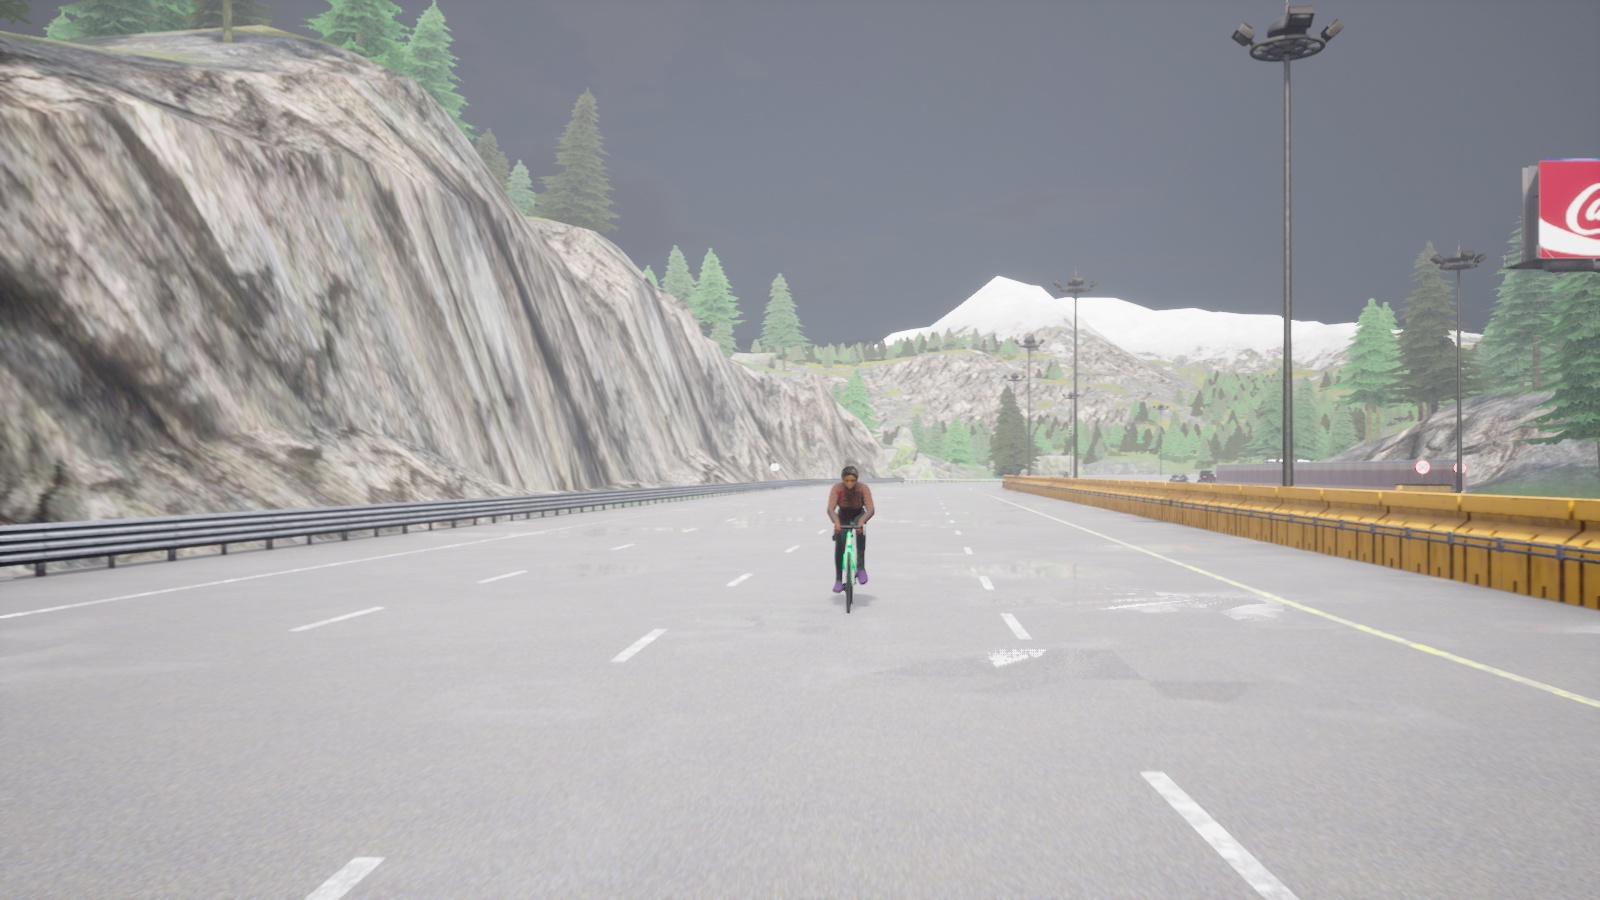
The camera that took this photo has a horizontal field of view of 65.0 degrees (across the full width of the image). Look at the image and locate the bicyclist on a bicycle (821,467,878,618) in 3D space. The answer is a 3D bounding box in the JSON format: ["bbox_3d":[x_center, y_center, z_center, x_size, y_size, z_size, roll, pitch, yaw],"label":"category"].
[{"bbox_3d":[0.584,1.005,14.301,0.582,1.620,1.656,0,-1,4],"label":"bicyclist on a bicycle"}]
